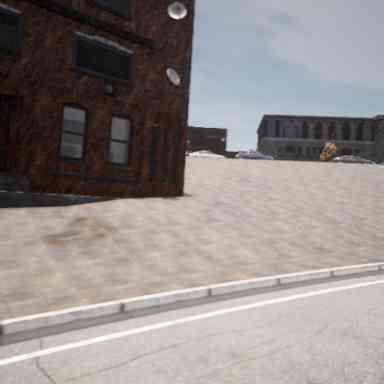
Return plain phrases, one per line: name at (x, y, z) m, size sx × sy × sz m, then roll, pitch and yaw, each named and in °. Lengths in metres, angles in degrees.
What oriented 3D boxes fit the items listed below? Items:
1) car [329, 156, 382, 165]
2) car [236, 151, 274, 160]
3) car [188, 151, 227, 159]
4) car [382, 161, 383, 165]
car at (18.181, -3.310, 37.811) m, size 4.892 × 1.521 × 2.231 m, roll 3°, pitch -2°, yaw 6°
car at (7.311, -3.972, 38.873) m, size 4.553 × 1.767 × 2.185 m, roll 3°, pitch -2°, yaw 6°
car at (1.841, -4.075, 39.398) m, size 4.674 × 1.452 × 2.002 m, roll 3°, pitch -2°, yaw 6°
car at (23.668, -3.026, 37.286) m, size 4.892 × 1.521 × 2.231 m, roll 3°, pitch -2°, yaw 5°
